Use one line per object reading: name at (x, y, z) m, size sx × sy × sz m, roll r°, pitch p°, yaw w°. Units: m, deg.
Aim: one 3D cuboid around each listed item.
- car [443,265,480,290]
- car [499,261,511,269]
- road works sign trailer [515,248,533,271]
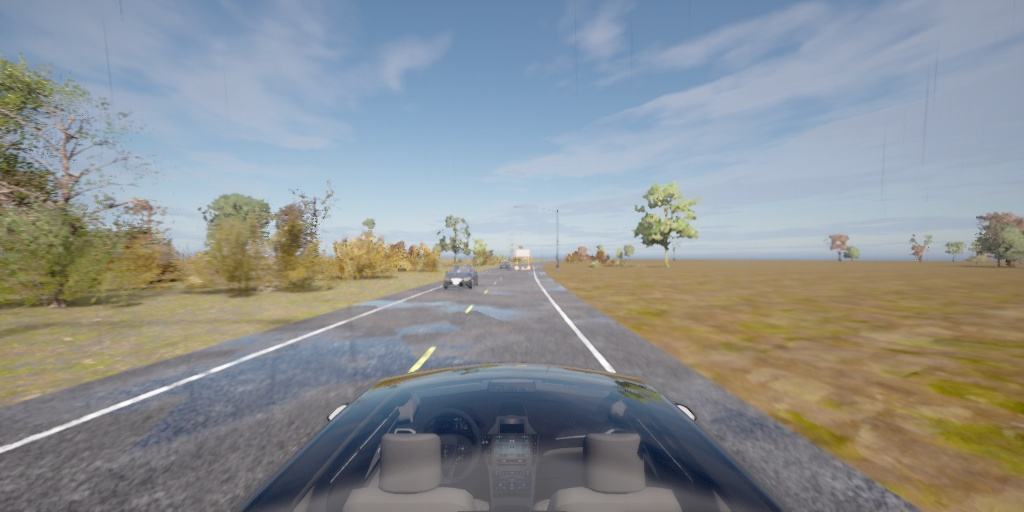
car at (-3.304, 1.378, 24.044) m, size 2.128 × 1.511 × 4.902 m, roll 0°, pitch 0°, yaw 2°
car at (-1.201, 1.663, 65.199) m, size 1.837 × 1.490 × 4.892 m, roll 0°, pitch 0°, yaw 4°
road works sign trailer at (1.655, 0.558, 55.798) m, size 2.380 × 3.560 × 2.880 m, roll 0°, pitch 0°, yaw 4°
